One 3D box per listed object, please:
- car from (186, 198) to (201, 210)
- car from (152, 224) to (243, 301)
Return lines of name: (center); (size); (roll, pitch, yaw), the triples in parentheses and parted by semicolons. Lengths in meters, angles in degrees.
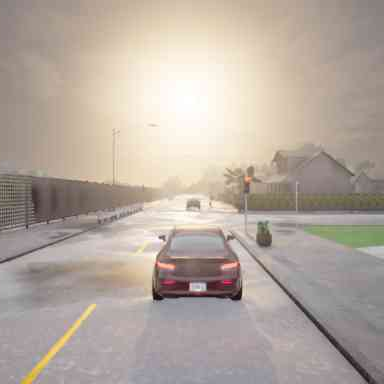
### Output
car: (0.192, 1.503, 44.015); (1.837, 1.490, 4.892); (0, 0, 0)
car: (0.110, 1.526, 8.217); (1.812, 1.442, 4.674); (0, 0, 0)
